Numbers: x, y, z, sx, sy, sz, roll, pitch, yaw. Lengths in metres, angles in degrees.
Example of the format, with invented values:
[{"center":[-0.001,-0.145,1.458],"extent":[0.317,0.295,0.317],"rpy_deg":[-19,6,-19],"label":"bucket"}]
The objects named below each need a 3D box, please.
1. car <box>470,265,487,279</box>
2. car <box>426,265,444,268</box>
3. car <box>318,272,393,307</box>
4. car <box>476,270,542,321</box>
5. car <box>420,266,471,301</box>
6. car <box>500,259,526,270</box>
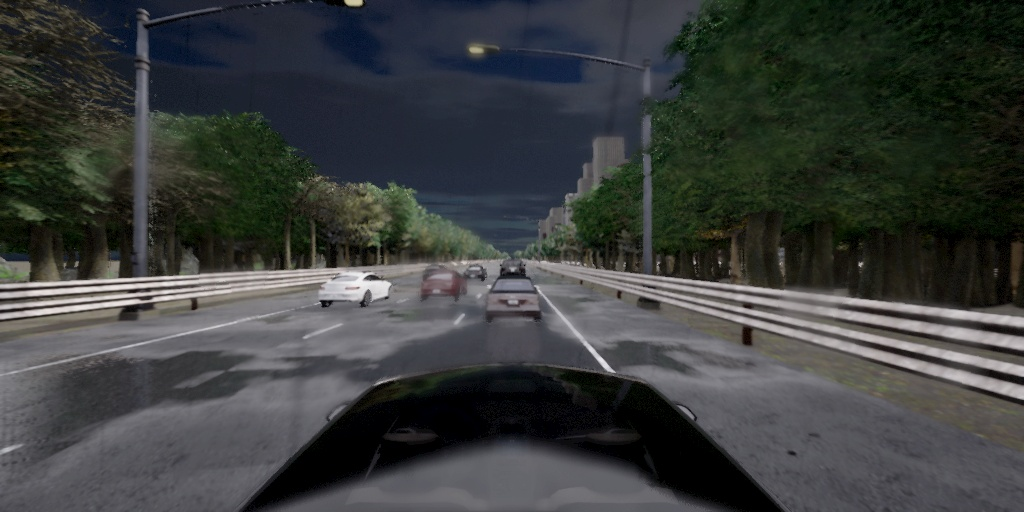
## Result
[{"center":[-3.421,1.608,33.903],"extent":[1.812,1.442,4.674],"rpy_deg":[0,-1,0],"label":"car"},{"center":[-6.923,1.579,33.090],"extent":[1.837,1.490,4.892],"rpy_deg":[0,-1,0],"label":"car"},{"center":[-6.926,1.431,16.258],"extent":[1.812,1.442,4.674],"rpy_deg":[0,-1,0],"label":"car"},{"center":[0.064,1.419,12.955],"extent":[2.033,1.411,5.357],"rpy_deg":[0,-1,0],"label":"car"},{"center":[-3.425,1.455,18.541],"extent":[1.812,1.442,4.674],"rpy_deg":[0,-1,0],"label":"car"},{"center":[0.075,1.283,31.847],"extent":[2.150,2.045,5.566],"rpy_deg":[0,-1,0],"label":"car"}]
